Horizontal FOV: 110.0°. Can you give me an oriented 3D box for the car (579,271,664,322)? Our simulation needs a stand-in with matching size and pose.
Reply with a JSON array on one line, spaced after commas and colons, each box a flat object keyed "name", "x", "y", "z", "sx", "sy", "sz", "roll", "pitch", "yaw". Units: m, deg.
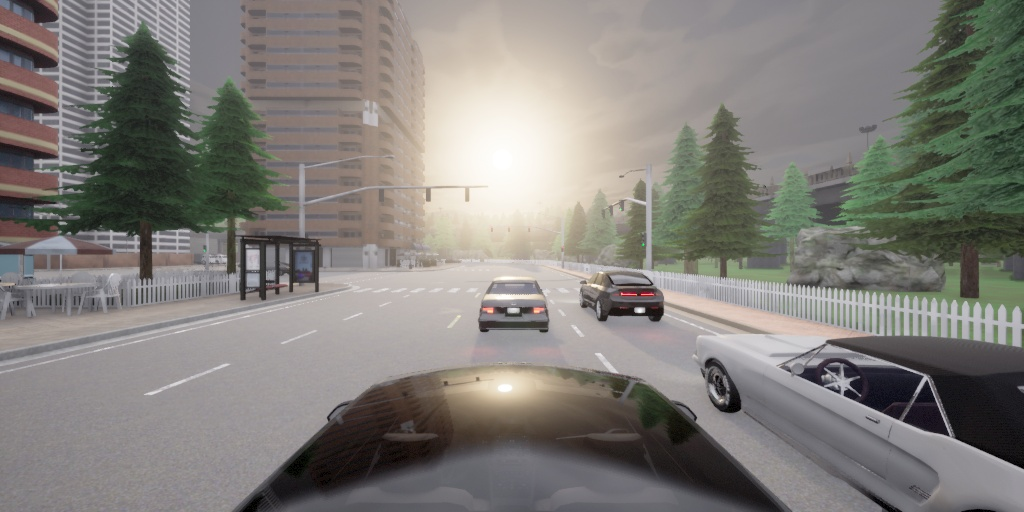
[{"name": "car", "x": 3.565, "y": 1.255, "z": 12.353, "sx": 1.837, "sy": 1.490, "sz": 4.892, "roll": 0, "pitch": 0, "yaw": 1}]

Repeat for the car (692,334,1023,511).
[{"name": "car", "x": 3.513, "y": 1.351, "z": 3.090, "sx": 1.895, "sy": 1.301, "sz": 4.718, "roll": 0, "pitch": 0, "yaw": 1}]

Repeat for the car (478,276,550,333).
[{"name": "car", "x": 0.078, "y": 1.297, "z": 10.764, "sx": 2.033, "sy": 1.411, "sz": 5.357, "roll": 0, "pitch": 0, "yaw": 1}]

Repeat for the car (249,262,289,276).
[{"name": "car", "x": -25.127, "y": 1.331, "z": 37.742, "sx": 4.674, "sy": 1.442, "sz": 1.812, "roll": 0, "pitch": 0, "yaw": 0}]
